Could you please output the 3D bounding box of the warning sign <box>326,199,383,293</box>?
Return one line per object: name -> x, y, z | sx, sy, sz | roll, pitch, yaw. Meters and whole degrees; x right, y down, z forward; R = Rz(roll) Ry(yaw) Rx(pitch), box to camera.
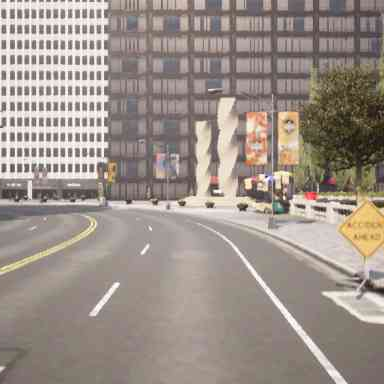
warning sign -> 3.755, 1.088, 7.160 | 1.300, 1.860, 1.060 | 0, 0, 0
